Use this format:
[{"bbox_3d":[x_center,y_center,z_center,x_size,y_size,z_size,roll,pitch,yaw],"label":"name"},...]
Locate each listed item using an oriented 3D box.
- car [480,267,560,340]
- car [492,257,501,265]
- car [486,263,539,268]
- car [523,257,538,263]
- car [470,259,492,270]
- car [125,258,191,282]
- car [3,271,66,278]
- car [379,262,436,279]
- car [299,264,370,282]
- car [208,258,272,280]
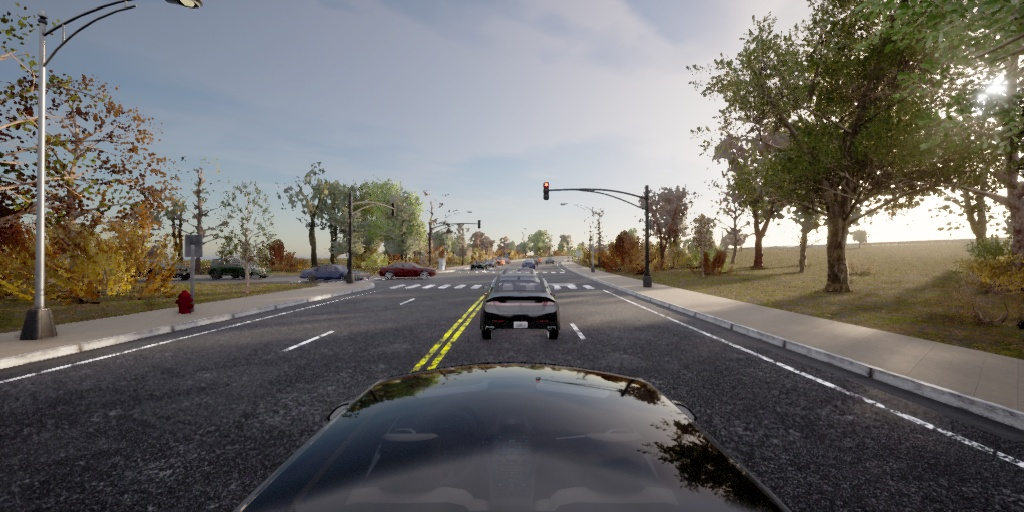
[{"bbox_3d":[0.199,1.242,10.011,2.128,1.511,4.902,0,0,0],"label":"car"},{"bbox_3d":[-3.628,1.229,59.471,2.033,1.411,5.357,0,0,5],"label":"car"},{"bbox_3d":[0.291,1.241,15.340,2.128,1.511,4.902,0,0,2],"label":"car"},{"bbox_3d":[2.527,1.216,52.916,1.812,1.442,4.674,0,0,5],"label":"car"},{"bbox_3d":[-4.493,1.303,49.832,1.895,1.301,4.718,0,0,6],"label":"car"},{"bbox_3d":[-31.618,1.234,32.116,5.566,2.045,2.150,-1,-1,10],"label":"car"},{"bbox_3d":[-51.624,1.793,39.065,5.357,1.411,2.033,-1,-1,11],"label":"car"},{"bbox_3d":[-9.465,1.298,32.602,5.008,1.535,1.882,-1,0,-5],"label":"car"},{"bbox_3d":[-14.328,1.375,29.027,5.357,1.411,2.033,-1,-1,10],"label":"car"},{"bbox_3d":[-26.108,1.210,34.434,5.566,2.045,2.150,-1,-1,10],"label":"car"}]
